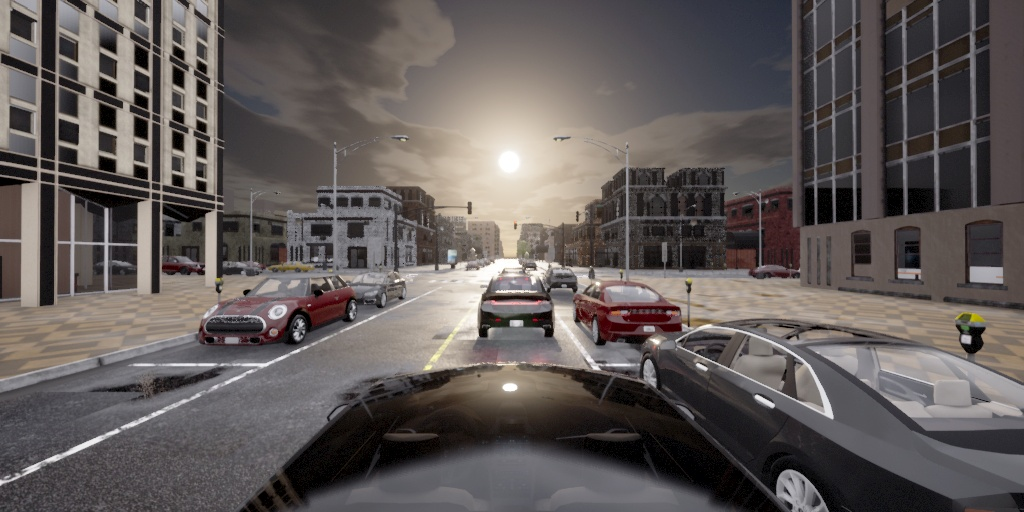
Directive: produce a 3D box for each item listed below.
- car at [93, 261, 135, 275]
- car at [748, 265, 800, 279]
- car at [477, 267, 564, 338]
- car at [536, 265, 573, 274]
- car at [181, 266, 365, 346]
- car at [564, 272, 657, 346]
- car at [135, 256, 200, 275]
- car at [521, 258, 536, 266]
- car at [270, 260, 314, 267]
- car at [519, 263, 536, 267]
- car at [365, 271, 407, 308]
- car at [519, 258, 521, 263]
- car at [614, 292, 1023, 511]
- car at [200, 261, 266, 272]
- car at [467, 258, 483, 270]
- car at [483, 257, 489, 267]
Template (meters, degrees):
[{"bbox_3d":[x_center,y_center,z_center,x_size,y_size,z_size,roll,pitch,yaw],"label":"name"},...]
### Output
[{"bbox_3d":[-36.500,1.129,33.205,4.403,1.370,2.007,0,0,1],"label":"car"},{"bbox_3d":[23.631,1.432,32.266,4.207,1.307,1.802,0,0,1],"label":"car"},{"bbox_3d":[0.098,1.242,10.169,2.128,1.511,4.902,0,0,0],"label":"car"},{"bbox_3d":[2.683,1.301,20.646,2.007,1.370,4.403,0,0,0],"label":"car"},{"bbox_3d":[-5.693,1.190,9.276,1.967,1.591,4.097,0,0,0],"label":"car"},{"bbox_3d":[2.687,1.295,9.262,1.888,1.381,4.507,0,0,0],"label":"car"},{"bbox_3d":[-30.963,0.916,33.122,5.009,1.841,2.192,0,0,1],"label":"car"},{"bbox_3d":[2.671,1.320,53.036,1.948,1.339,4.313,0,0,0],"label":"car"},{"bbox_3d":[-25.469,1.195,41.420,4.829,1.417,1.751,0,0,1],"label":"car"},{"bbox_3d":[0.092,1.315,20.593,1.994,1.385,4.181,0,0,0],"label":"car"},{"bbox_3d":[-5.695,1.301,14.968,2.007,1.370,4.403,0,0,0],"label":"car"},{"bbox_3d":[2.667,1.337,64.078,1.802,1.307,4.207,0,0,0],"label":"car"},{"bbox_3d":[2.690,1.301,3.570,2.007,1.370,4.403,0,0,0],"label":"car"},{"bbox_3d":[-25.427,1.175,33.038,4.403,1.370,2.007,0,0,1],"label":"car"},{"bbox_3d":[-5.709,1.336,53.046,1.802,1.307,4.207,0,0,0],"label":"car"},{"bbox_3d":[-5.714,1.306,64.089,2.007,1.370,4.403,0,0,0],"label":"car"}]
